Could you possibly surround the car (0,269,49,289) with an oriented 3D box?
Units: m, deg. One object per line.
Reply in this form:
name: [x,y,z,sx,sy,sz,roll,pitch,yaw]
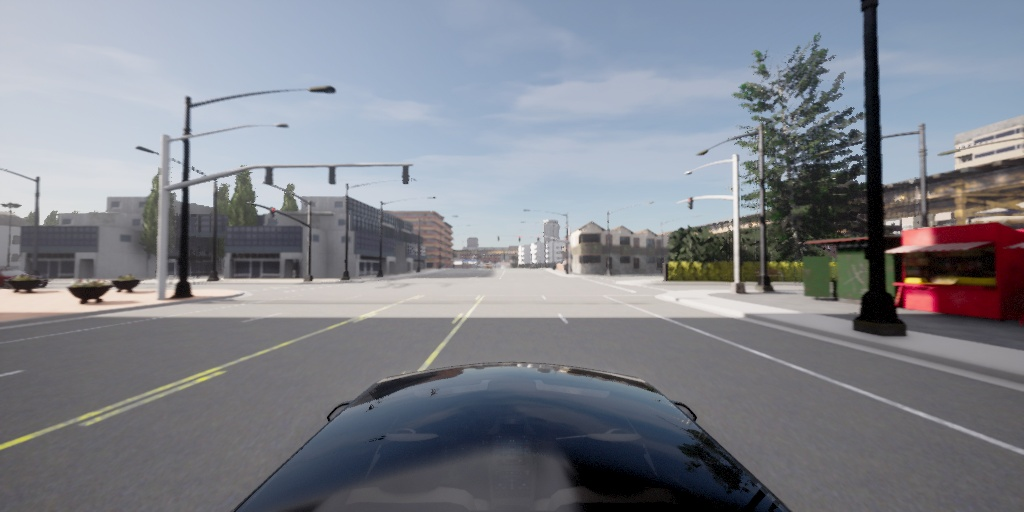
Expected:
car: [-37.128,1.688,26.342,4.674,1.442,1.812,0,-2,1]
